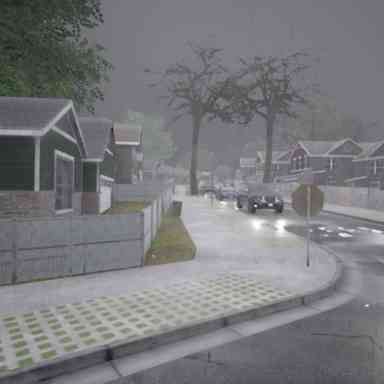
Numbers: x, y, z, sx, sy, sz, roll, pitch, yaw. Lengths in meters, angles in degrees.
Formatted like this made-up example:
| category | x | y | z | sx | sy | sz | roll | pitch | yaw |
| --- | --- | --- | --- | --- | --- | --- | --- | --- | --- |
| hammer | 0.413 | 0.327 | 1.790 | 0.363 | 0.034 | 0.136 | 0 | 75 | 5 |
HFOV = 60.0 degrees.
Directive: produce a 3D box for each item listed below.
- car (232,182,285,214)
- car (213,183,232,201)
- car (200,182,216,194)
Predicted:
| category | x | y | z | sx | sy | sz | roll | pitch | yaw |
| --- | --- | --- | --- | --- | --- | --- | --- | --- | --- |
| car | 4.734 | 0.346 | 23.848 | 2.150 | 2.045 | 5.566 | 1 | 3 | -6 |
| car | 3.621 | 0.122 | 34.758 | 1.812 | 1.442 | 4.674 | 1 | 3 | -6 |
| car | 2.316 | -0.487 | 47.864 | 2.033 | 1.411 | 5.357 | 1 | 3 | -6 |
